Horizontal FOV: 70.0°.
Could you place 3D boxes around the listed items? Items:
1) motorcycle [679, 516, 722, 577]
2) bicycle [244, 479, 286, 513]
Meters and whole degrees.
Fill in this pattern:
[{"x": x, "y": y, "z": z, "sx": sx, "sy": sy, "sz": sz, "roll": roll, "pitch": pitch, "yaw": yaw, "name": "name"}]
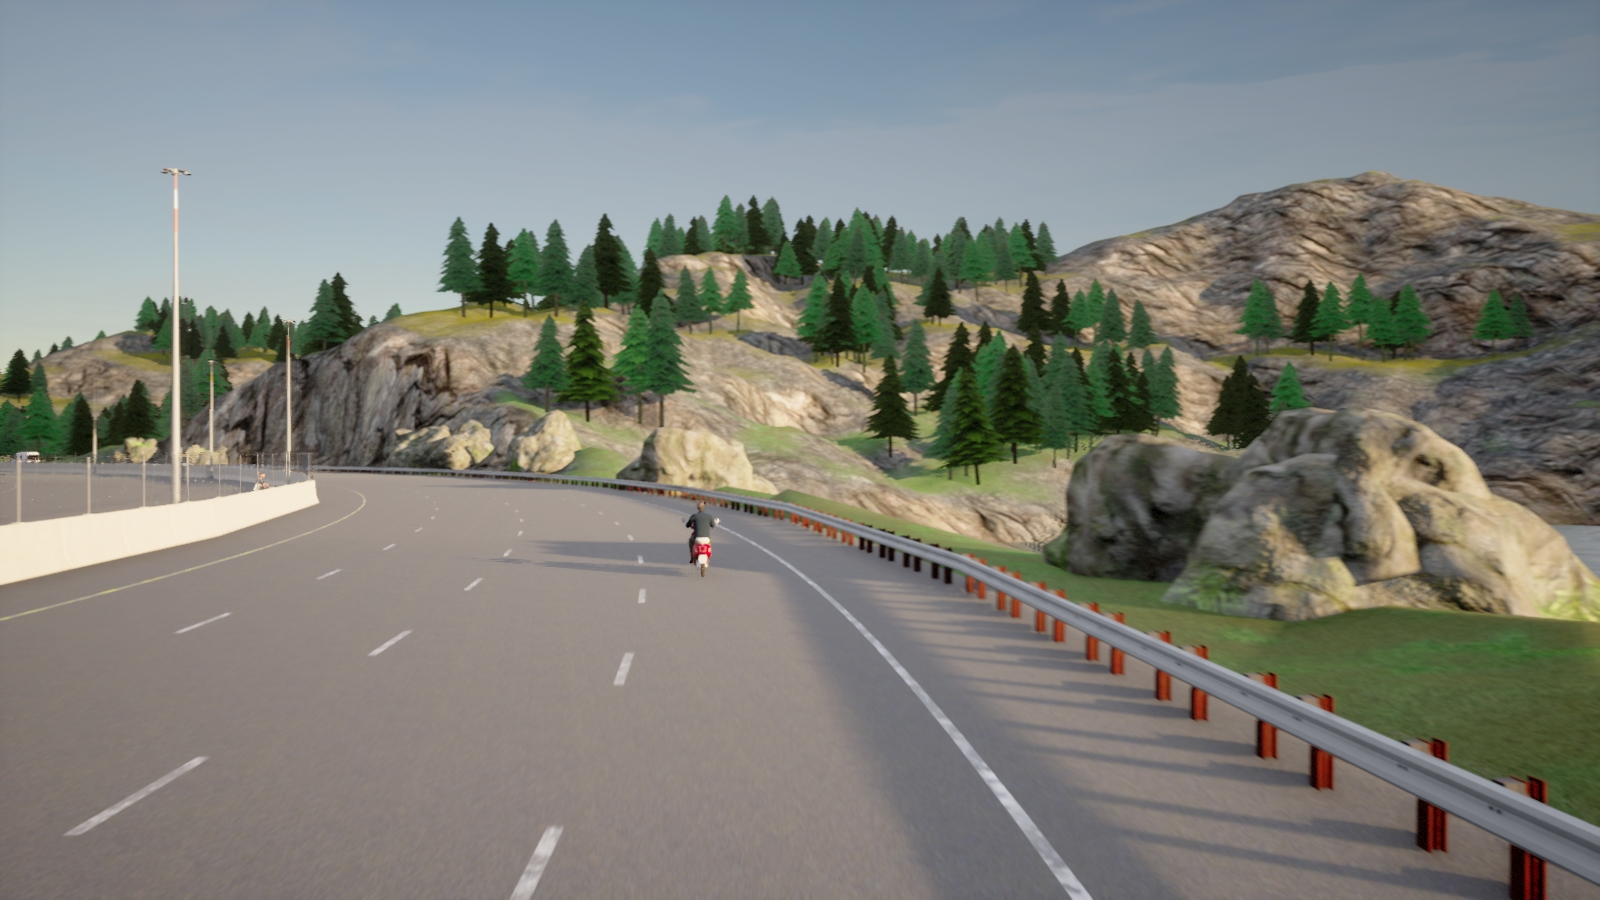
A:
[{"x": -2.267, "y": 2.170, "z": 25.948, "sx": 0.856, "sy": 1.236, "sz": 1.805, "roll": 1, "pitch": 0, "yaw": -8, "name": "motorcycle"}, {"x": -24.041, "y": 2.054, "z": 51.366, "sx": 1.643, "sy": 1.514, "sz": 0.373, "roll": 0, "pitch": 0, "yaw": -15, "name": "bicycle"}]
